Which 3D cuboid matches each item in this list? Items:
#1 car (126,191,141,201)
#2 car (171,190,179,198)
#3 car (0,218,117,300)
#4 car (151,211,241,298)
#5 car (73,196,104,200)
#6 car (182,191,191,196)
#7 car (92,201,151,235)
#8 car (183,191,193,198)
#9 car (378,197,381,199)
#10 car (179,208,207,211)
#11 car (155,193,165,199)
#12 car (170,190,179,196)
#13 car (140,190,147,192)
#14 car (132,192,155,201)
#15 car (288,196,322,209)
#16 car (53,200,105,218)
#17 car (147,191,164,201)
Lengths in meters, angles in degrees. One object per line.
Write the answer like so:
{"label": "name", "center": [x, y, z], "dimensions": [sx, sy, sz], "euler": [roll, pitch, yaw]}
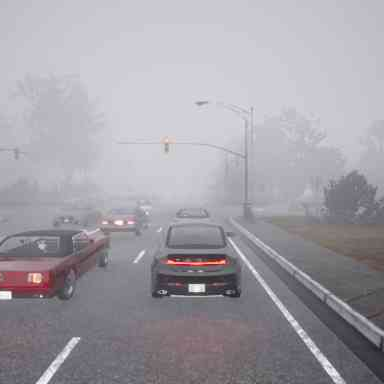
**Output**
{"label": "car", "center": [-10.737, 1.094, 60.788], "dimensions": [1.994, 1.385, 4.181], "euler": [0, 1, 0]}
{"label": "car", "center": [-4.217, 0.752, 84.807], "dimensions": [2.128, 1.511, 4.902], "euler": [0, 1, -4]}
{"label": "car", "center": [-3.421, 1.569, 8.246], "dimensions": [1.895, 1.301, 4.718], "euler": [0, 0, 0]}
{"label": "car", "center": [0.080, 1.472, 8.429], "dimensions": [1.837, 1.490, 4.892], "euler": [0, 0, 0]}
{"label": "car", "center": [-13.595, 1.240, 41.772], "dimensions": [2.033, 1.411, 5.357], "euler": [1, 1, 42]}
{"label": "car", "center": [-1.506, 0.452, 95.224], "dimensions": [2.033, 1.411, 5.357], "euler": [0, 1, -7]}
{"label": "car", "center": [-3.462, 1.440, 17.835], "dimensions": [2.033, 1.411, 5.357], "euler": [0, 0, -1]}
{"label": "car", "center": [-0.745, 0.772, 85.347], "dimensions": [1.994, 1.385, 4.181], "euler": [0, 1, -4]}
{"label": "car", "center": [24.301, 0.937, 39.114], "dimensions": [5.566, 2.045, 2.150], "euler": [0, 0, -3]}
{"label": "car", "center": [0.064, 1.494, 17.742], "dimensions": [1.895, 1.301, 4.718], "euler": [0, 0, 0]}
{"label": "car", "center": [-7.404, 0.880, 77.360], "dimensions": [2.033, 1.411, 5.357], "euler": [0, 1, -1]}
{"label": "car", "center": [-4.986, 0.270, 94.854], "dimensions": [2.097, 1.767, 4.553], "euler": [0, 1, -7]}
{"label": "car", "center": [-10.797, 0.616, 73.472], "dimensions": [2.150, 2.045, 5.566], "euler": [0, 1, -1]}
{"label": "car", "center": [-6.874, 1.137, 47.526], "dimensions": [2.128, 1.511, 4.902], "euler": [0, 0, -4]}
{"label": "car", "center": [13.633, 1.212, 38.484], "dimensions": [4.902, 1.511, 2.128], "euler": [0, 0, -3]}
{"label": "car", "center": [-7.155, 1.430, 20.976], "dimensions": [1.994, 1.385, 4.181], "euler": [0, 0, 0]}
{"label": "car", "center": [-7.230, 0.822, 66.627], "dimensions": [2.097, 1.767, 4.553], "euler": [0, 1, 0]}
